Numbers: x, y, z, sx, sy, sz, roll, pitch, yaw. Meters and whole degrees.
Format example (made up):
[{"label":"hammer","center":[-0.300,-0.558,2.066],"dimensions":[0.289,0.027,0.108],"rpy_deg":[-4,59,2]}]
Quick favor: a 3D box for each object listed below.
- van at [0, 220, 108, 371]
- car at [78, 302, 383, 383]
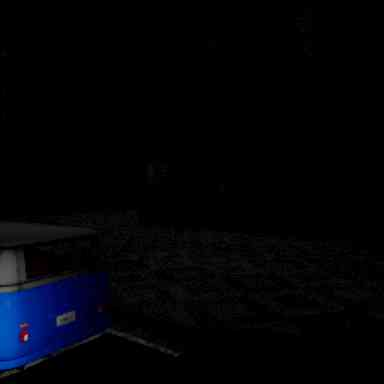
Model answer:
[{"label":"van","center":[-3.098,1.368,5.281],"dimensions":[3.998,1.788,1.690],"rpy_deg":[0,0,36]},{"label":"car","center":[1.502,1.565,2.002],"dimensions":[4.313,1.339,1.947],"rpy_deg":[0,0,36]}]
